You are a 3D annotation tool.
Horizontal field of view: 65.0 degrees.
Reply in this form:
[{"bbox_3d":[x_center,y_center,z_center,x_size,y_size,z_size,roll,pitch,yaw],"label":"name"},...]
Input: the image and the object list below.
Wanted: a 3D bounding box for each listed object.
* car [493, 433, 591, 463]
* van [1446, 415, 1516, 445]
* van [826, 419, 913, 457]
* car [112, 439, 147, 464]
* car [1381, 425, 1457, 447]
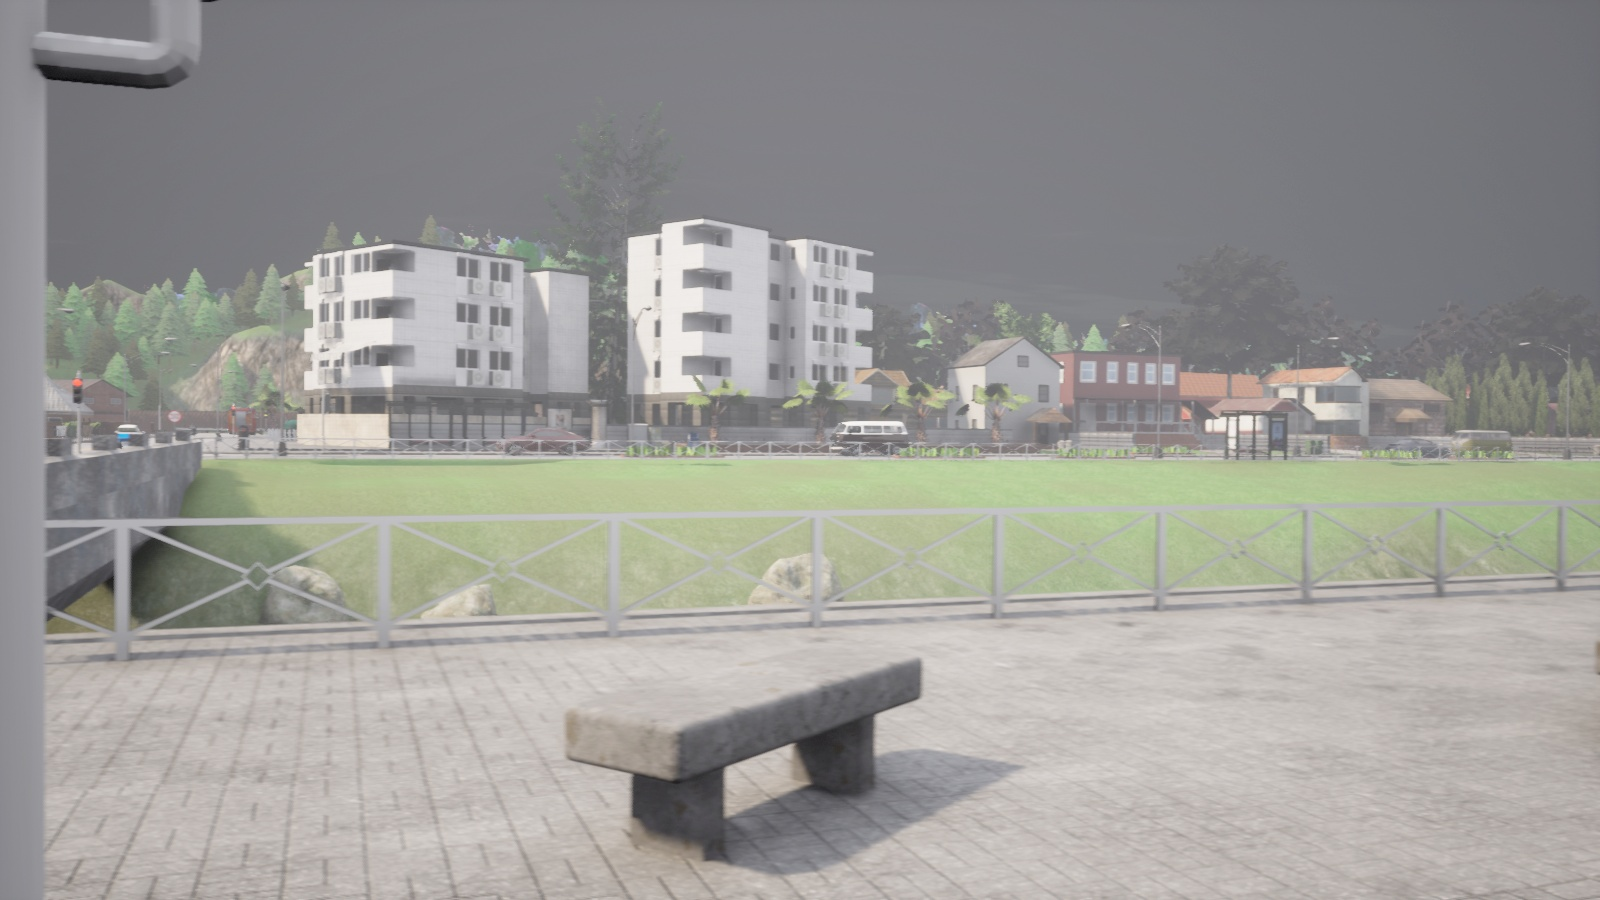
[{"bbox_3d":[-13.294,-0.114,64.682,4.674,1.442,1.812,-1,1,-20],"label":"car"},{"bbox_3d":[47.266,-1.408,87.206,4.442,1.987,1.775,-1,1,-20],"label":"van"},{"bbox_3d":[3.923,-0.707,71.083,4.480,2.038,2.069,-1,1,-20],"label":"van"},{"bbox_3d":[-37.675,0.077,70.578,1.481,1.376,2.207,-1,1,-21],"label":"car"},{"bbox_3d":[39.464,-0.894,80.040,4.181,1.385,1.994,-1,1,-20],"label":"car"}]
